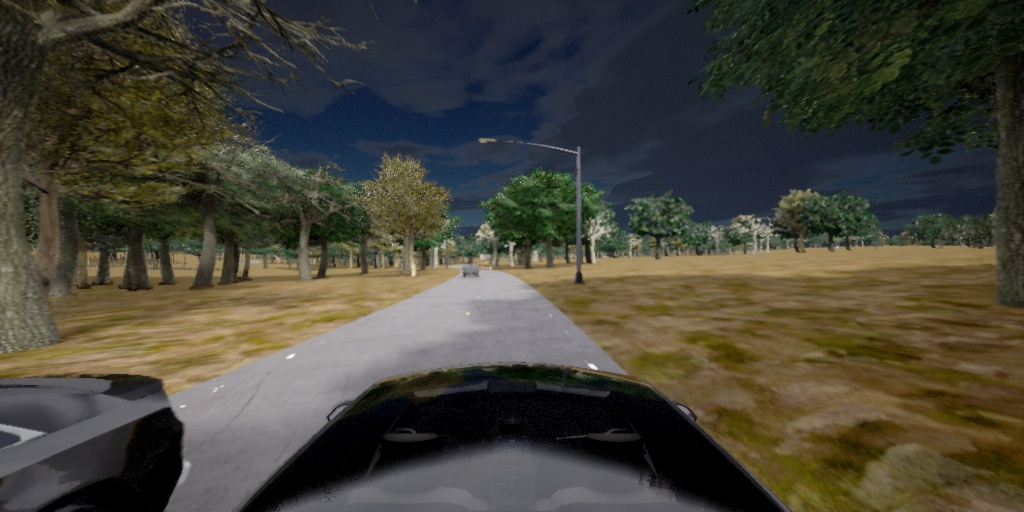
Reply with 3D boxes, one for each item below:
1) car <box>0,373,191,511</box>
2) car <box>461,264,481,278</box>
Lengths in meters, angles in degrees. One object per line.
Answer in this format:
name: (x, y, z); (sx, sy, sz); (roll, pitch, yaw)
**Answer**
car: (-3.125, 1.237, 0.357); (2.128, 1.511, 4.902); (0, -1, 0)
car: (-4.661, 1.702, 41.012); (1.837, 1.490, 4.892); (0, -1, -4)
